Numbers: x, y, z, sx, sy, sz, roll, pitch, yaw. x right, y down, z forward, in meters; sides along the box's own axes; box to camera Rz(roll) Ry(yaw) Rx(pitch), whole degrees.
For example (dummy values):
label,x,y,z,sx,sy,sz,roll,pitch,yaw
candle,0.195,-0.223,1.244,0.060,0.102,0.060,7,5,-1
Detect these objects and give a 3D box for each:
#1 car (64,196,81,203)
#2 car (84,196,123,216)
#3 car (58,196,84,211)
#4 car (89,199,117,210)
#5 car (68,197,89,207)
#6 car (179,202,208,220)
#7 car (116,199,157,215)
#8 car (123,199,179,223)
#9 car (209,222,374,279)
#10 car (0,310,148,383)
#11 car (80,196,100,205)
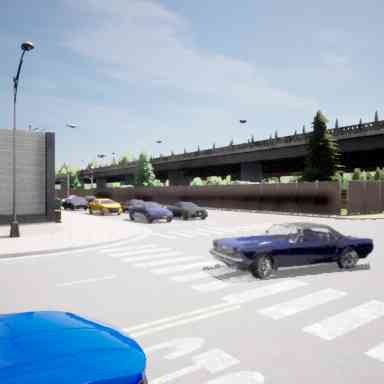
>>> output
label,x,y,z,sx,sy,sz,roll,pitch,yaw
car,-23.745,1.469,65.951,1.812,1.442,4.674,0,0,-36
car,-8.571,1.422,32.520,1.882,1.535,5.008,0,0,-36
car,-14.267,1.492,40.499,2.033,1.411,5.357,0,0,-35
car,-11.476,1.545,42.632,1.895,1.301,4.718,0,0,-35
car,-17.435,1.470,51.074,1.812,1.442,4.674,0,0,-35
car,-0.541,1.508,27.305,1.994,1.385,4.181,0,0,-36
car,-5.906,1.492,34.822,2.033,1.411,5.357,0,0,-35
car,-3.204,1.470,25.015,1.812,1.442,4.674,0,0,-36
car,2.935,1.598,9.923,4.718,1.301,1.895,0,0,-21
car,-2.624,1.478,1.902,5.008,1.535,1.882,0,0,-36
car,-17.819,1.422,57.832,1.882,1.535,5.008,0,0,-36
